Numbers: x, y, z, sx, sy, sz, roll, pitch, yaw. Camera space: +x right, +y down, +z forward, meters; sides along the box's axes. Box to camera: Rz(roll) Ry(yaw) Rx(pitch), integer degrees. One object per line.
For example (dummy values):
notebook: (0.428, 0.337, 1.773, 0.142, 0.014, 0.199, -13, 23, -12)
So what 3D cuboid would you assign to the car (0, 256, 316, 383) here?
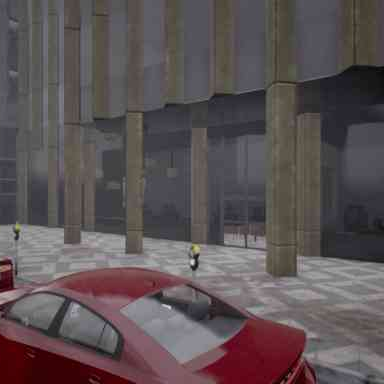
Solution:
car: (-1.023, 1.545, 3.694, 4.507, 1.381, 1.887, 0, 0, 36)
